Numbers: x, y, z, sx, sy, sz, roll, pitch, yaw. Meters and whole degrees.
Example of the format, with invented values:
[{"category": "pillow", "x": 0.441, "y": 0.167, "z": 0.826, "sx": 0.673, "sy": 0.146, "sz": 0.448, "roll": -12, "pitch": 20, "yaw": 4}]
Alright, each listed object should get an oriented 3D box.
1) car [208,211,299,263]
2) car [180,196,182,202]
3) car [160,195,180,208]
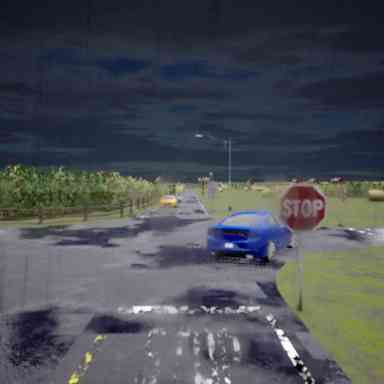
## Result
[{"category": "car", "x": 2.341, "y": 1.415, "z": 11.872, "sx": 1.882, "sy": 1.535, "sz": 5.008, "roll": -1, "pitch": 0, "yaw": 30}, {"category": "car", "x": -2.836, "y": 1.118, "z": 58.479, "sx": 1.895, "sy": 1.301, "sz": 4.718, "roll": 0, "pitch": 1, "yaw": 0}, {"category": "car", "x": -2.857, "y": 1.156, "z": 40.889, "sx": 1.882, "sy": 1.535, "sz": 5.008, "roll": 0, "pitch": 1, "yaw": 0}]
